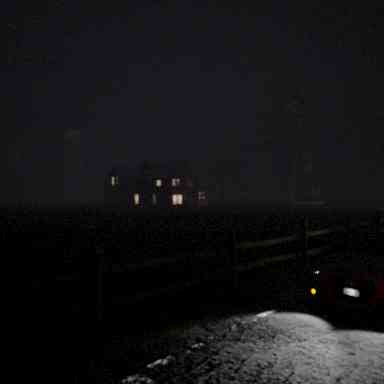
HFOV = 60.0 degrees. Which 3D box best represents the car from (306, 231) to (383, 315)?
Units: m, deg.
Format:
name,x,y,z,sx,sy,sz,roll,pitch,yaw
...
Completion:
name,x,y,z,sx,sy,sz,roll,pitch,yaw
car,4.262,1.602,7.358,4.181,1.385,1.994,0,-1,-45
